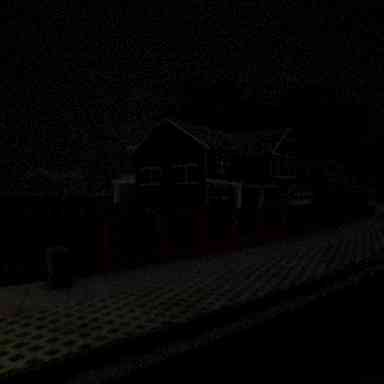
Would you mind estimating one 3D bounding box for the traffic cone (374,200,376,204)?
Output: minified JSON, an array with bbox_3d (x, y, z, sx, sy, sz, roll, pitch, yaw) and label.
[{"bbox_3d":[28.814,1.585,52.467,0.340,0.580,0.340,-1,0,10],"label":"traffic cone"}]
